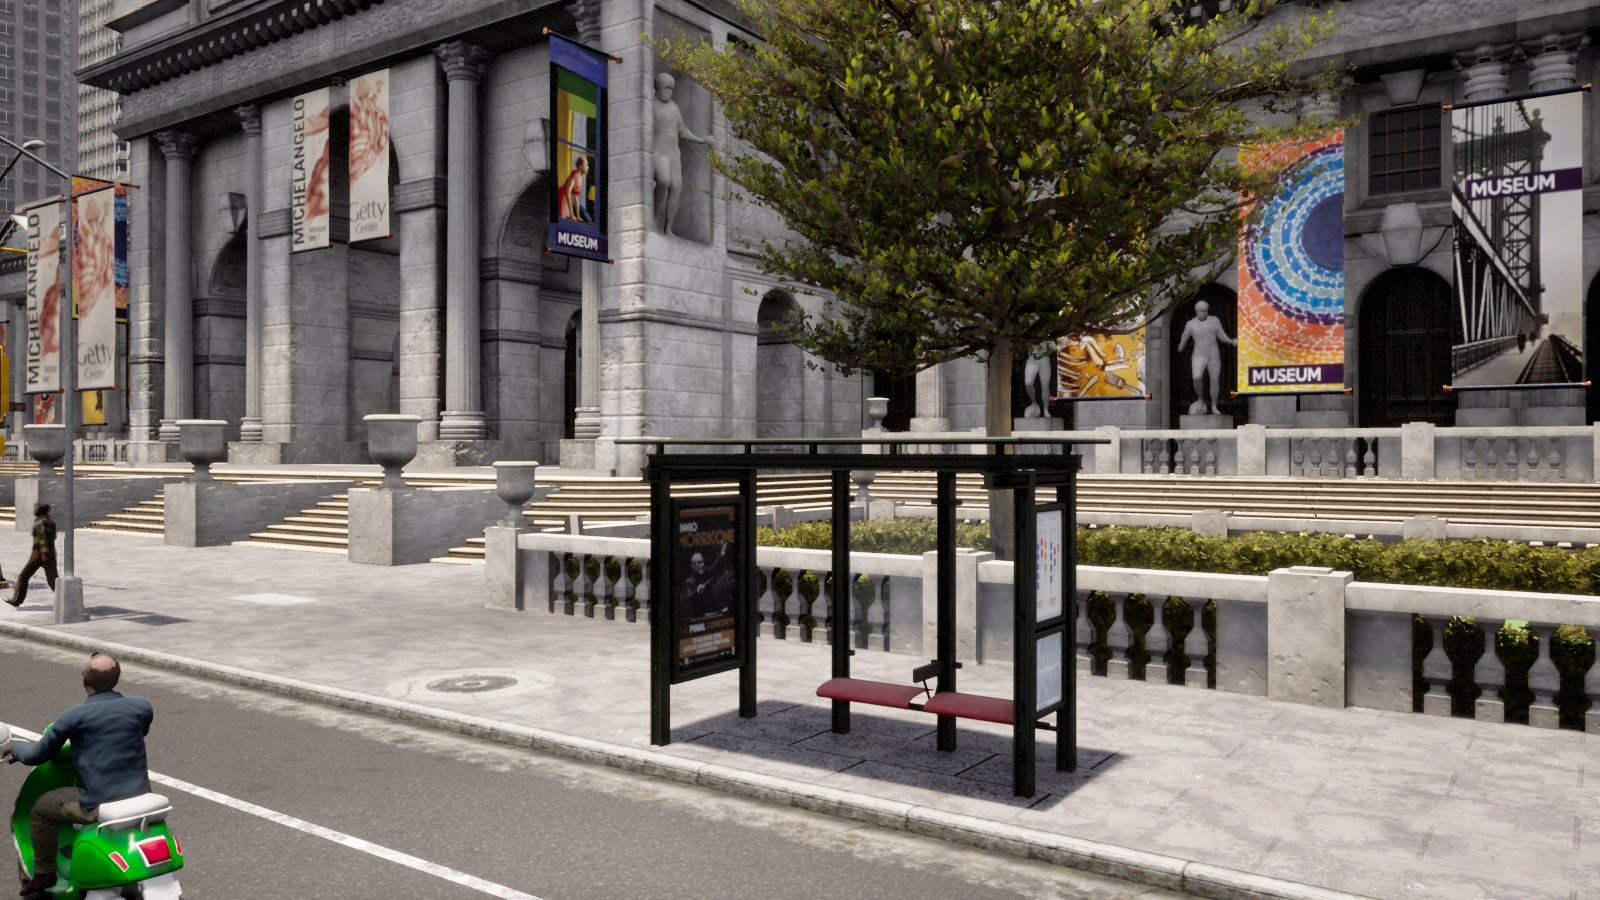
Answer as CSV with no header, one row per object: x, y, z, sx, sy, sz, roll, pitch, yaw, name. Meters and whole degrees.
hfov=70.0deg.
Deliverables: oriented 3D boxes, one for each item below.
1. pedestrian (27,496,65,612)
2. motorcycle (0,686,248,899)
-12.339,1.688,18.707,0.375,1.860,0.375,0,0,4,pedestrian
-4.138,2.179,6.693,1.805,1.236,0.856,0,0,35,motorcycle
